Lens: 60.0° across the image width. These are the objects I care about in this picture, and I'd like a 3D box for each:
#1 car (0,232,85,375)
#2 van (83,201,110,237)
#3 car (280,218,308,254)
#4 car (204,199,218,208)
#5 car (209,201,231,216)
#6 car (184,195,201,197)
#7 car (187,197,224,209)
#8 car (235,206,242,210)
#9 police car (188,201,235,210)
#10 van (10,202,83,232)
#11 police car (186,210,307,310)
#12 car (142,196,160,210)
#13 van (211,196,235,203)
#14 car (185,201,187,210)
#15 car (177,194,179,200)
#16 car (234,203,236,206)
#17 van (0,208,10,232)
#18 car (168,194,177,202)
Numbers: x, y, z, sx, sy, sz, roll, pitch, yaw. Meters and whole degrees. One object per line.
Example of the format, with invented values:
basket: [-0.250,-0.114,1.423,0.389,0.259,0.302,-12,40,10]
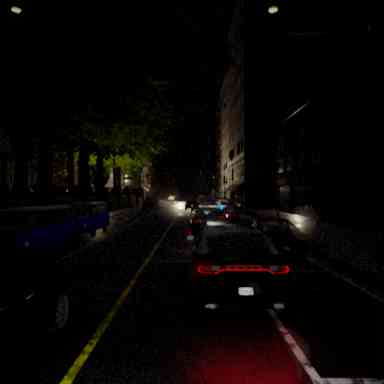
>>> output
car: [-2.997,1.544,4.113,1.812,1.442,4.674,0,0,0]
van: [-5.665,1.416,18.023,1.690,1.788,3.998,0,0,0]
car: [2.859,1.598,12.387,1.887,1.381,4.507,0,0,0]
car: [2.867,1.755,52.010,1.947,1.339,4.313,0,0,0]
car: [2.864,1.681,35.029,1.887,1.381,4.507,0,0,0]
car: [0.013,1.698,58.574,2.128,1.511,4.902,0,0,0]
car: [0.905,1.449,23.991,2.097,1.767,4.553,0,0,0]
car: [2.860,1.657,18.047,1.802,1.307,4.206,0,0,0]
police car: [0.905,1.501,18.130,1.930,1.638,5.238,0,0,0]
van: [-5.667,1.394,12.364,1.690,1.788,3.998,0,0,0]
police car: [0.903,1.461,8.131,1.930,1.638,5.238,0,0,0]
car: [-5.659,1.487,46.312,2.192,1.841,5.009,0,0,0]
van: [2.862,1.458,29.369,1.690,1.788,3.998,0,0,0]
car: [0.026,1.733,45.171,1.994,1.385,4.181,0,0,0]
car: [-5.650,1.853,95.450,2.008,1.369,4.403,0,0,0]
car: [2.861,1.679,23.708,1.802,1.307,4.206,0,0,0]
van: [-5.668,1.371,6.707,1.690,1.788,3.998,0,0,0]
car: [-5.651,1.811,89.830,1.752,1.417,4.829,0,0,0]
